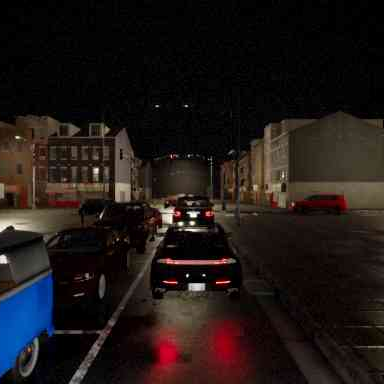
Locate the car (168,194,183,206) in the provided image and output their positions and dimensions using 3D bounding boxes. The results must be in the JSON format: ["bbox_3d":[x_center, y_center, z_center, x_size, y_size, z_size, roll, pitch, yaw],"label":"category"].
[{"bbox_3d":[-2.731,1.345,56.335,2.192,1.841,5.009,0,0,0],"label":"car"}]

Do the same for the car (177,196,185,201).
[{"bbox_3d":[-2.771,1.640,83.469,1.947,1.339,4.313,0,0,0],"label":"car"}]

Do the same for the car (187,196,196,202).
[{"bbox_3d":[-0.117,1.649,76.229,1.895,1.301,4.718,0,0,0],"label":"car"}]

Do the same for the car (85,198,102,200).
[{"bbox_3d":[-8.078,1.365,30.917,4.553,1.767,2.097,0,0,0],"label":"car"}]

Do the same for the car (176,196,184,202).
[{"bbox_3d":[-2.763,1.589,77.872,1.752,1.417,4.829,0,0,0],"label":"car"}]

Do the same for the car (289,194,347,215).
[{"bbox_3d":[12.789,1.238,33.864,5.566,2.045,2.150,0,0,0],"label":"car"}]

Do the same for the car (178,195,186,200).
[{"bbox_3d":[-2.789,1.536,94.323,1.967,1.590,4.097,0,0,0],"label":"car"}]

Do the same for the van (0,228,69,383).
[{"bbox_3d":[-2.648,1.341,2.769,1.690,1.788,3.998,0,0,0],"label":"van"}]

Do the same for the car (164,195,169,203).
[{"bbox_3d":[-2.714,1.333,45.481,2.192,1.841,5.009,0,0,0],"label":"car"}]

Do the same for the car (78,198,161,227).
[{"bbox_3d":[-2.665,1.315,13.637,2.192,1.841,5.009,0,0,0],"label":"car"}]

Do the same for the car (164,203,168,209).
[{"bbox_3d":[-2.672,1.546,19.071,1.887,1.381,4.507,0,0,0],"label":"car"}]

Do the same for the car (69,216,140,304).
[{"bbox_3d":[-2.655,1.544,8.203,1.887,1.381,4.507,0,0,0],"label":"car"}]

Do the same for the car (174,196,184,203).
[{"bbox_3d":[-2.755,1.605,72.615,2.008,1.369,4.403,0,0,0],"label":"car"}]

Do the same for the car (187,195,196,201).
[{"bbox_3d":[-0.132,1.437,86.201,2.128,1.511,4.902,0,0,0],"label":"car"}]

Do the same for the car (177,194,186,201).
[{"bbox_3d":[-2.782,1.400,88.896,2.192,1.841,5.009,0,0,0],"label":"car"}]

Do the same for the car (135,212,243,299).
[{"bbox_3d":[0.086,1.491,8.400,2.128,1.511,4.902,0,0,0],"label":"car"}]

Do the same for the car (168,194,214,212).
[{"bbox_3d":[0.072,1.223,18.593,2.150,2.045,5.566,0,0,0],"label":"car"}]
